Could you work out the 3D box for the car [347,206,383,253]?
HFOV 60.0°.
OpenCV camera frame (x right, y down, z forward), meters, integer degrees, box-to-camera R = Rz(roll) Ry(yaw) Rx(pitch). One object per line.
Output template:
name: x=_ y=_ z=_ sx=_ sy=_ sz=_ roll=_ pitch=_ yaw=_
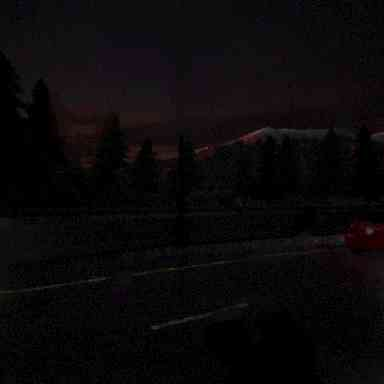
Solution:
car: x=7.976 y=1.366 z=12.179 sx=4.553 sy=1.767 sz=2.097 roll=0 pitch=0 yaw=-24
